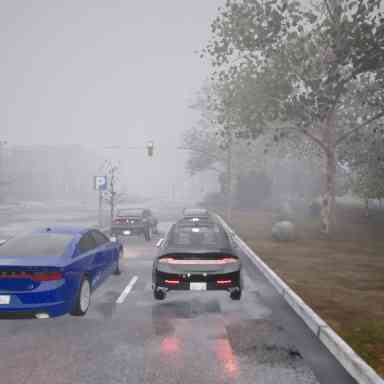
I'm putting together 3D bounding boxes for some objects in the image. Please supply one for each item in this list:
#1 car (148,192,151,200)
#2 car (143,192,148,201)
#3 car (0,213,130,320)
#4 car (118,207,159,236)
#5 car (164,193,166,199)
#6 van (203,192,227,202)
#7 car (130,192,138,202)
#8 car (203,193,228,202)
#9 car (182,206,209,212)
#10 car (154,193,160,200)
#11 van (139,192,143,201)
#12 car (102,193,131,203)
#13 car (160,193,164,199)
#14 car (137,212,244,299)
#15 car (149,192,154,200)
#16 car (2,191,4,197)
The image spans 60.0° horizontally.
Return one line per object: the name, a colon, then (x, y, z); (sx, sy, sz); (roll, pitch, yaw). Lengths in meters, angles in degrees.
car: (-12.587, 1.357, 76.709); (4.674, 1.452, 2.002); (-1, 0, -13)
car: (-12.962, 1.319, 73.714); (4.892, 1.521, 2.231); (-1, 0, -14)
car: (-2.886, 1.487, 7.534); (1.882, 1.535, 5.008); (0, 0, 0)
car: (-2.825, 1.529, 16.965); (1.837, 1.490, 4.892); (0, 0, 1)
car: (-10.517, 1.313, 91.676); (5.008, 1.535, 2.097); (-1, 0, -12)
van: (4.328, 1.040, 64.341); (4.442, 1.987, 1.878); (1, 0, -14)
car: (-13.755, 1.313, 64.751); (5.366, 1.575, 1.946); (-1, 0, -15)
car: (4.713, 1.139, 67.311); (4.553, 1.767, 2.185); (1, 0, -14)
car: (0.185, 1.530, 17.879); (1.837, 1.490, 4.892); (0, 0, 0)
car: (-11.393, 1.355, 85.692); (4.674, 1.452, 2.002); (-1, 0, -12)
van: (-13.192, 1.091, 70.743); (4.442, 1.987, 1.878); (-1, 0, -14)
car: (-14.402, 1.356, 61.760); (4.792, 1.488, 2.163); (-1, 0, -15)
car: (-10.941, 1.062, 88.698); (5.566, 2.045, 2.435); (-1, 0, -12)
car: (0.117, 1.502, 8.467); (2.128, 1.511, 4.902); (0, 0, 0)
car: (-12.213, 1.356, 79.710); (4.674, 1.452, 2.002); (-1, 0, -13)
car: (-31.128, 0.135, 52.639); (2.002, 1.452, 4.674); (6, -3, -19)
